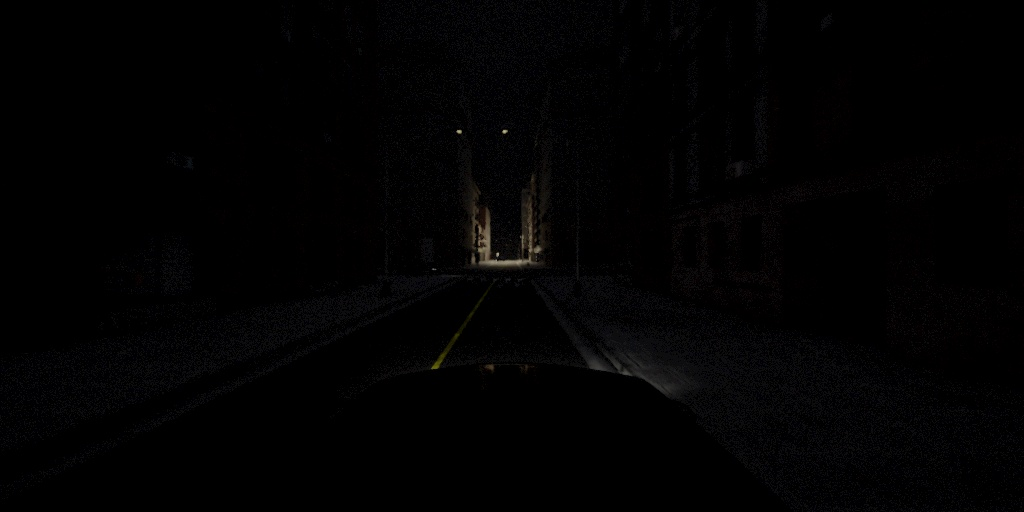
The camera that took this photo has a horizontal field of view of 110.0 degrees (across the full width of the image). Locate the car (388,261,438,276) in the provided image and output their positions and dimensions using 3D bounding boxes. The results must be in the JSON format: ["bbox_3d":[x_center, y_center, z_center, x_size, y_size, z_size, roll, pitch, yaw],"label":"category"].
[{"bbox_3d":[-9.700,1.192,35.127,4.892,1.490,1.837,0,0,0],"label":"car"}]
